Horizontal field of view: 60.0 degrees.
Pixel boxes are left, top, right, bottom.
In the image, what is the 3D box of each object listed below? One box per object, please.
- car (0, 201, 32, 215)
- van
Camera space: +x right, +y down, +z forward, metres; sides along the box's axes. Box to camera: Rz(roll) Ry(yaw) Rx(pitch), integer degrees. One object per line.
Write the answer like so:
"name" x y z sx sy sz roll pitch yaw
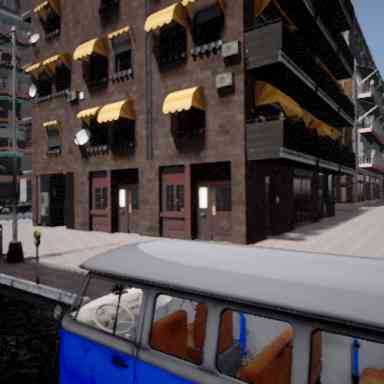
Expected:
"car" -18.561 1.604 35.230 1.947 1.339 4.313 0 1 35
"van" 0.670 1.348 2.399 3.998 1.788 1.690 -1 -1 35
